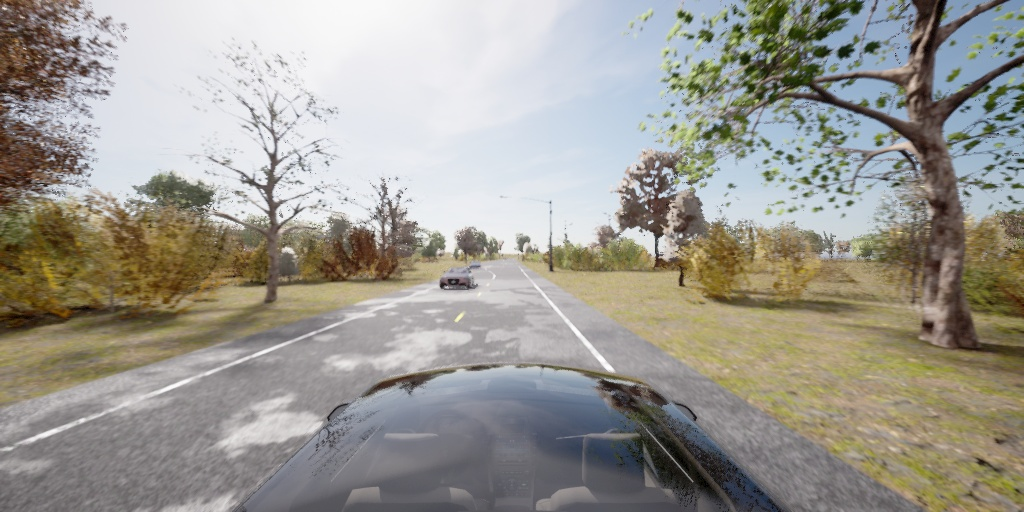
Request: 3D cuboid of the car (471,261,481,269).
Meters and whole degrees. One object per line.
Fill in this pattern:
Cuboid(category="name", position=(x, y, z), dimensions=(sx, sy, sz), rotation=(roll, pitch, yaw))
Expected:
Cuboid(category="car", position=(-6.529, 1.588, 64.521), dimensions=(1.812, 1.442, 4.674), rotation=(0, 0, -6))

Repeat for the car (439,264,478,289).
Cuboid(category="car", position=(-3.656, 1.445, 24.350), dimensions=(1.994, 1.385, 4.181), rotation=(0, 0, 0))
